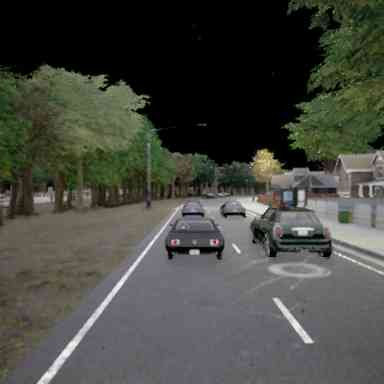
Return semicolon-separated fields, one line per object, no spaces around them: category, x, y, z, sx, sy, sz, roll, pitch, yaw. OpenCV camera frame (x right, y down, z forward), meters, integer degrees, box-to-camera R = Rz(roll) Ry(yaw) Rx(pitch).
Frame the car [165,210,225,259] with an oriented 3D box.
car;0.093;1.586;12.581;1.895;1.301;4.718;0;0;0

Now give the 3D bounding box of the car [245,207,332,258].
car;3.592;1.337;12.885;2.097;1.767;4.553;0;0;0

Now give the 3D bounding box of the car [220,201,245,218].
car;3.595;1.491;29.813;1.994;1.385;4.181;0;0;0

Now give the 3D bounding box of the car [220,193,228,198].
car;7.798;1.035;91.960;1.812;1.442;4.674;0;1;19

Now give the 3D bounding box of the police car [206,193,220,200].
police car;4.820;1.019;82.577;1.930;1.638;5.238;0;1;16

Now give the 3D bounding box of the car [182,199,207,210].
car;0.095;1.492;29.785;1.994;1.385;4.181;0;0;0
